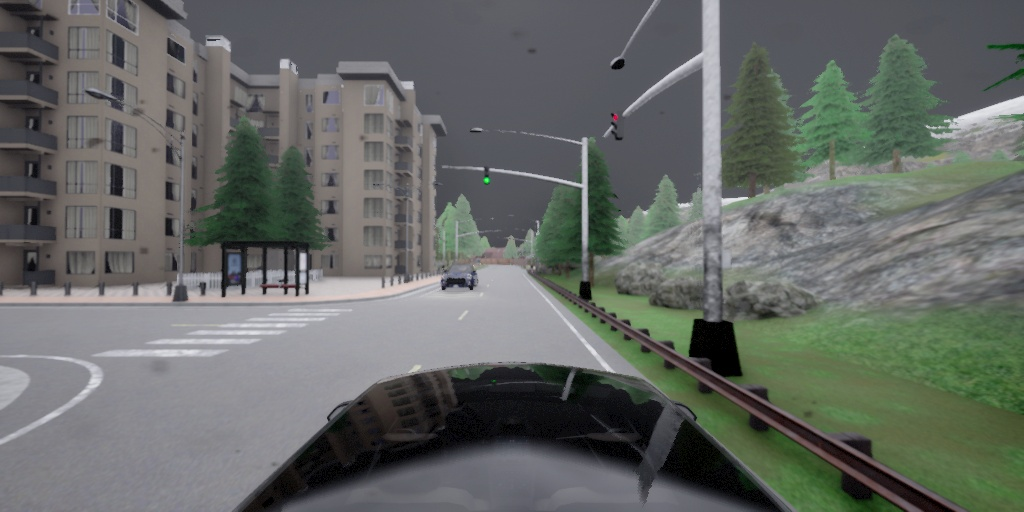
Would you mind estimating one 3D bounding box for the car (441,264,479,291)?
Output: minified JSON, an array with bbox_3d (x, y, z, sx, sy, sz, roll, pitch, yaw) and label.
[{"bbox_3d":[-3.492,1.314,24.556,2.097,1.767,4.553,0,-1,0],"label":"car"}]
